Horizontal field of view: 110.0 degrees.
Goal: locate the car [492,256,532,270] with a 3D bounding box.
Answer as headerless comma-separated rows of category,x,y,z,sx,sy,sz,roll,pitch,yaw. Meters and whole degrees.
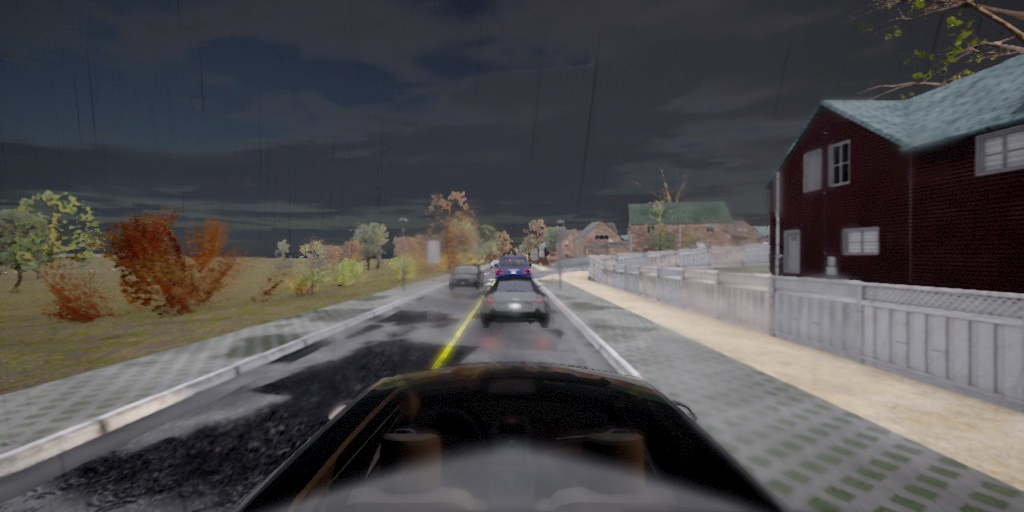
car,0.089,1.013,22.440,2.150,2.045,5.566,0,0,0

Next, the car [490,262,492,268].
car,-2.823,1.423,63.055,1.812,1.442,4.674,0,0,0

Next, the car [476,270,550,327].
car,0.094,1.333,11.666,1.994,1.385,4.181,0,0,0

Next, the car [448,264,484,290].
car,-2.762,1.297,22.557,1.837,1.490,4.892,0,0,0
